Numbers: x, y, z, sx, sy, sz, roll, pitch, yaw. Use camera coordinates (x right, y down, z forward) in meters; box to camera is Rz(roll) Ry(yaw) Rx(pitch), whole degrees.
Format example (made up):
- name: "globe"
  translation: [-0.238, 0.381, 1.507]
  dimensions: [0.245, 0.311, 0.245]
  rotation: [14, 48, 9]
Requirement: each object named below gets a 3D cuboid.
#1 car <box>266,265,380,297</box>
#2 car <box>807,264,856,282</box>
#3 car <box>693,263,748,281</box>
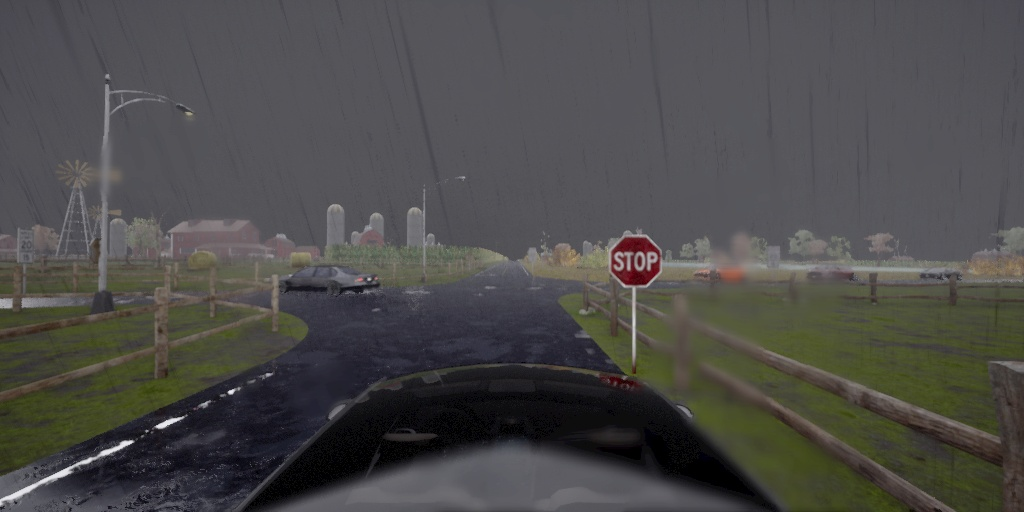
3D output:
- name: "car"
  translation: [-9.252, 1.158, 17.560]
  dimensions: [5.357, 1.411, 2.033]
  rotation: [0, -1, 12]
- name: "car"
  translation: [32.237, 1.645, 36.208]
  dimensions: [4.553, 1.767, 2.097]
  rotation: [1, -1, -18]
- name: "car"
  translation: [18.109, 1.425, 31.178]
  dimensions: [4.553, 1.767, 2.097]
  rotation: [1, -1, -20]
